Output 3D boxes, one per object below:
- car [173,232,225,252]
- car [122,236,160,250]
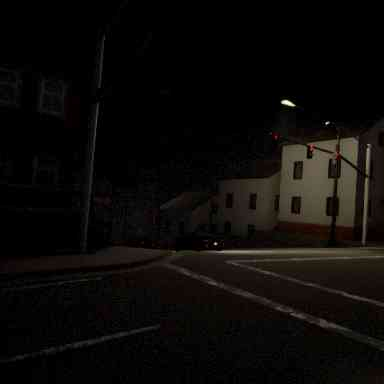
[{"bbox_3d":[0.412,3.531,23.618,1.994,1.385,4.181,6,-12,-35],"label":"car"},{"bbox_3d":[-4.799,4.814,30.833,1.882,1.535,5.008,6,-15,-35],"label":"car"}]
